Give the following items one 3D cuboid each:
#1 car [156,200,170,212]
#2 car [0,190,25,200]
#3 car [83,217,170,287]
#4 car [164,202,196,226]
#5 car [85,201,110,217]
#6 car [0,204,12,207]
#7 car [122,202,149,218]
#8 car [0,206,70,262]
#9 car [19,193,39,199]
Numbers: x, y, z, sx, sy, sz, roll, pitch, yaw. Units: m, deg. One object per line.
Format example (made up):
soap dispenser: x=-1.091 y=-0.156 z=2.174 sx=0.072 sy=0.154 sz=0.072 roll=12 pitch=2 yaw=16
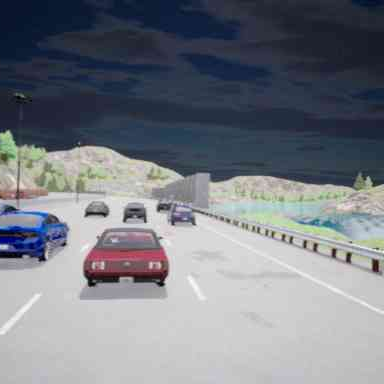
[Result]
car: x=-3.606 y=1.785 z=42.952 sx=1.882 sy=1.535 sz=5.008 roll=2 pitch=-1 yaw=-9
car: x=-30.988 y=0.753 z=58.359 sx=2.150 sy=2.045 sz=5.566 roll=2 pitch=0 yaw=-9
car: x=-1.760 y=1.636 z=9.418 sx=1.895 sy=1.301 sz=4.718 roll=2 pitch=-1 yaw=-9
car: x=-0.856 y=1.756 z=25.932 sx=1.812 sy=1.442 sz=4.674 roll=2 pitch=-1 yaw=-9
car: x=-8.822 y=1.578 z=31.263 sx=1.994 sy=1.385 sz=4.181 roll=2 pitch=-1 yaw=-9
car: x=-10.152 y=1.358 z=17.534 sx=1.812 sy=1.442 sz=4.674 roll=2 pitch=-1 yaw=-9
car: x=-4.670 y=1.622 z=27.499 sx=1.837 sy=1.490 sz=4.892 roll=2 pitch=-1 yaw=-9
car: x=-5.678 y=1.404 z=11.770 sx=1.882 sy=1.535 sz=5.008 roll=2 pitch=-1 yaw=-9
car: x=-27.048 y=1.240 z=55.669 sx=1.895 sy=1.301 sz=4.718 roll=2 pitch=-1 yaw=-8
